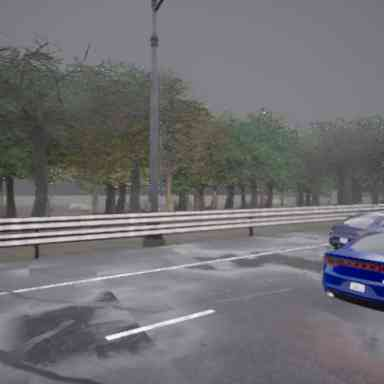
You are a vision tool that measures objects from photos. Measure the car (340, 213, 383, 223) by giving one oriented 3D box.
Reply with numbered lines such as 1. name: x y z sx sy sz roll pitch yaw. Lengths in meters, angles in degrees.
1. car: 7.245 1.538 13.004 4.674 1.442 1.812 0 0 -34

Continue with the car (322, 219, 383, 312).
1. car: 4.878 1.487 7.131 5.008 1.535 1.882 0 0 -35
